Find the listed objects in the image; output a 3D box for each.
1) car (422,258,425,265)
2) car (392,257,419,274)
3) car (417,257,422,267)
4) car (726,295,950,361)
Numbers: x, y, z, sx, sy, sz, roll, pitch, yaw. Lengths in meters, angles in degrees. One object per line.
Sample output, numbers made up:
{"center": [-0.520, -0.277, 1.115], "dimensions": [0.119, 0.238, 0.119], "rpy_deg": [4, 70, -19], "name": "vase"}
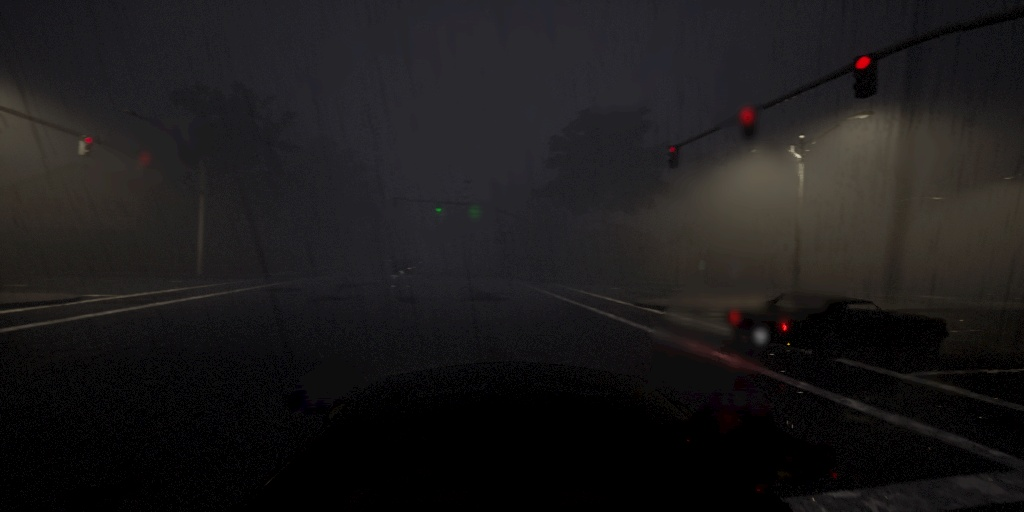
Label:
{"center": [-14.956, 0.938, 55.766], "dimensions": [1.882, 1.535, 5.008], "rpy_deg": [2, 0, -12], "name": "car"}
{"center": [-11.001, 1.066, 36.553], "dimensions": [2.033, 1.411, 5.357], "rpy_deg": [2, 0, -12], "name": "car"}
{"center": [-12.996, 0.967, 46.162], "dimensions": [1.882, 1.535, 5.008], "rpy_deg": [2, 0, -12], "name": "car"}
{"center": [7.909, 1.634, 8.768], "dimensions": [4.718, 1.301, 1.895], "rpy_deg": [2, 0, -13], "name": "car"}
